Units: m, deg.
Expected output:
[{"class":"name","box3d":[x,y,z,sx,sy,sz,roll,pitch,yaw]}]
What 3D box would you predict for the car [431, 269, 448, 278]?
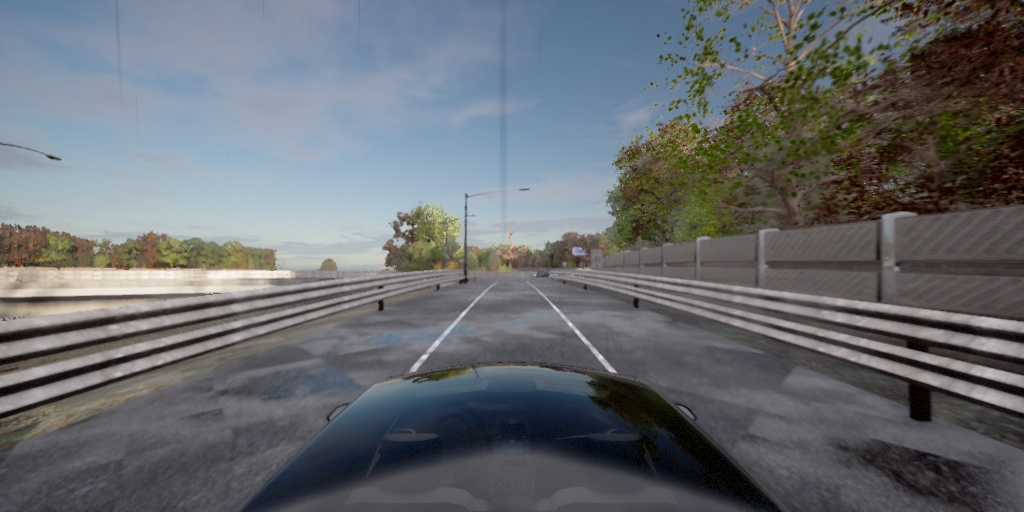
[{"class":"car","box3d":[-9.803,2.575,49.283,1.882,1.535,5.008,-2,-3,44]}]
